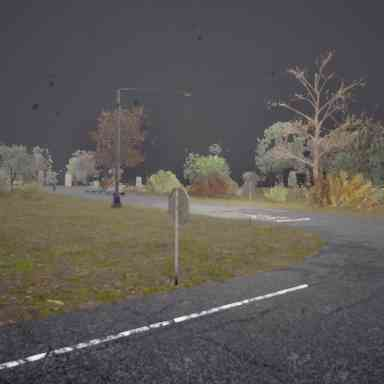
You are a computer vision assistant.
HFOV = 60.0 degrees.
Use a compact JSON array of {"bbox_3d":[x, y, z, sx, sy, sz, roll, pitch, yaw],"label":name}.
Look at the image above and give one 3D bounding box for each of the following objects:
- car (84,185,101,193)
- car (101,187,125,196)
[{"bbox_3d":[-17.723,-0.490,59.820,2.033,1.411,5.357,0,2,-36],"label":"car"},{"bbox_3d":[-12.127,-0.165,52.029,1.994,1.385,4.181,0,2,-36],"label":"car"}]
